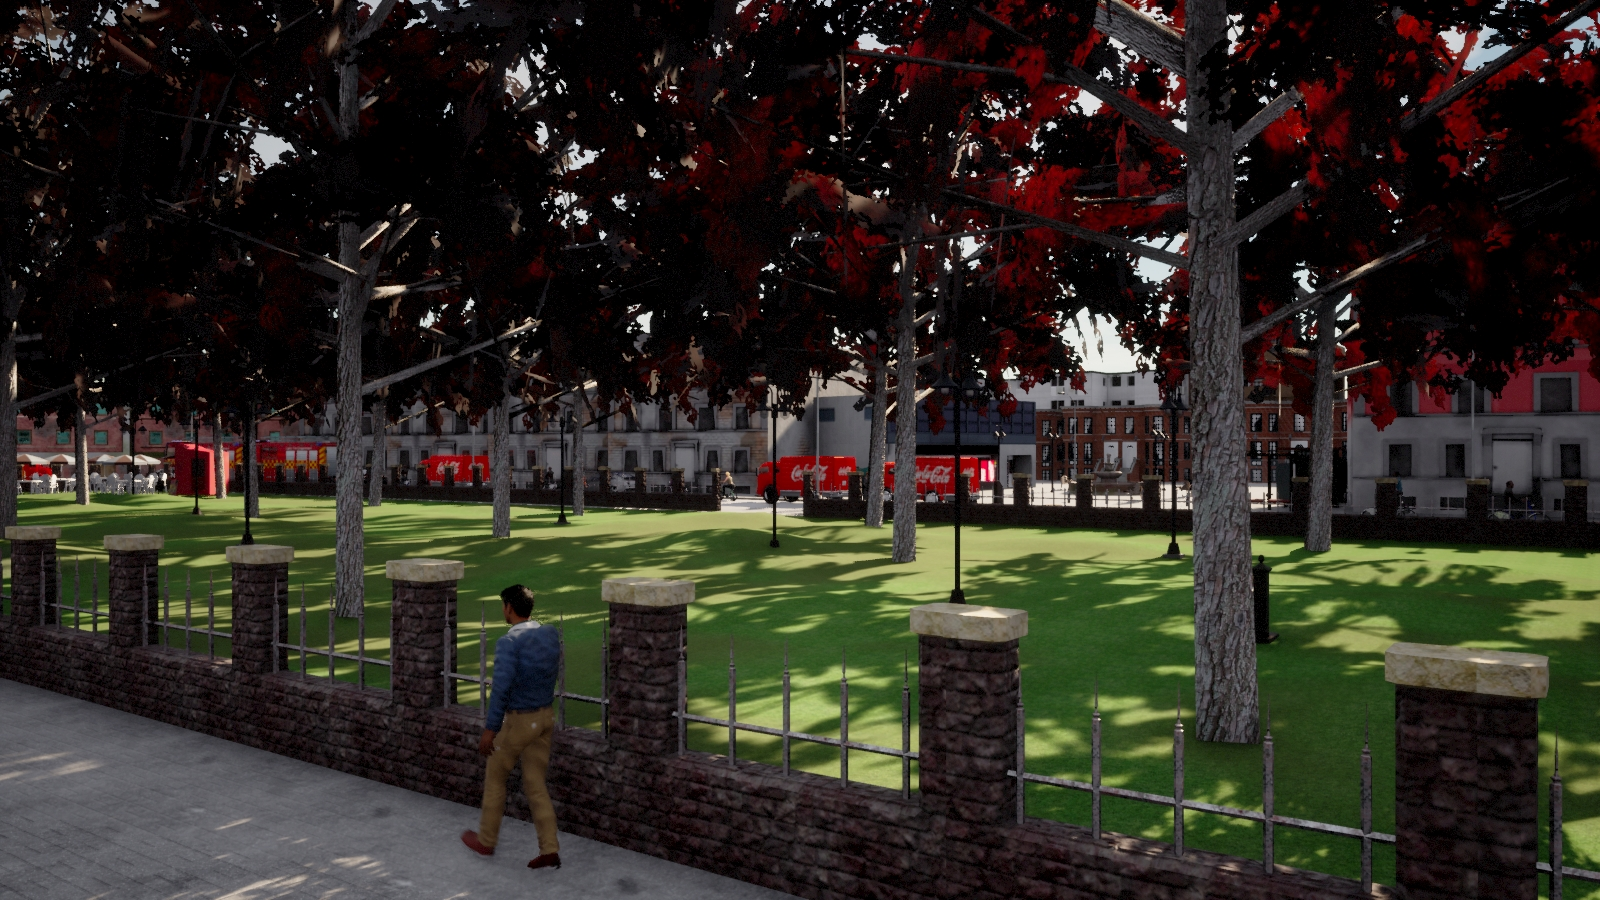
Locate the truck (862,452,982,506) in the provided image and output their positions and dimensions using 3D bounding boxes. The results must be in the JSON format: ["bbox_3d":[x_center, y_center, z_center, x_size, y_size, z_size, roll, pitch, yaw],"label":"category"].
[{"bbox_3d":[5.913,1.348,55.621,5.204,2.467,2.627,0,0,35],"label":"truck"}]

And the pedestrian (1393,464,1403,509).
[{"bbox_3d":[25.082,1.522,47.901,0.375,1.860,0.375,0,0,28],"label":"pedestrian"}]

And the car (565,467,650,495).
[{"bbox_3d":[-11.432,1.827,67.802,4.902,1.511,2.128,0,0,35],"label":"car"}]

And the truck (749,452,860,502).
[{"bbox_3d":[0.205,1.348,59.637,5.204,2.467,2.627,0,0,35],"label":"truck"}]

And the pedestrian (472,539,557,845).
[{"bbox_3d":[-1.839,1.526,7.363,0.375,1.860,0.375,0,0,36],"label":"pedestrian"}]

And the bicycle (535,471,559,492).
[{"bbox_3d":[-15.681,1.940,70.806,1.835,1.271,0.329,0,0,35],"label":"bicycle"}]

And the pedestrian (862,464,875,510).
[{"bbox_3d":[2.824,1.525,47.036,0.375,1.860,0.375,0,0,35],"label":"pedestrian"}]
